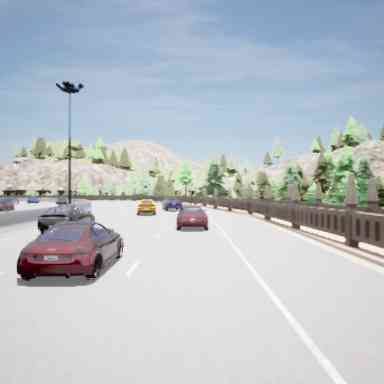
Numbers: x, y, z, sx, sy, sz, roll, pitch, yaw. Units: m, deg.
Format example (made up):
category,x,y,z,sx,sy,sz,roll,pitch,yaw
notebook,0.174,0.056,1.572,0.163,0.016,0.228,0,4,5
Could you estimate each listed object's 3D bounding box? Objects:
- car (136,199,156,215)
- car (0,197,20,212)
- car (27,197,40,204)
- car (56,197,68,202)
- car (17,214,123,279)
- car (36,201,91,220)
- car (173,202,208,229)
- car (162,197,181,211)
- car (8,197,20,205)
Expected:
category,x,y,z,sx,sy,sz,roll,pitch,yaw
car,-4.798,1.518,34.921,1.882,1.535,5.008,0,0,-9
car,-18.662,1.393,31.730,2.097,1.767,4.553,0,0,-8
car,-32.824,1.721,68.886,1.882,1.535,5.008,0,0,-33
car,-21.994,1.644,56.337,1.837,1.490,4.892,0,0,-23
car,-3.402,1.567,10.031,1.994,1.385,4.181,0,0,0
car,-6.953,1.502,18.770,2.128,1.511,4.902,0,0,-1
car,-0.029,1.579,21.586,1.994,1.385,4.181,0,0,-2
car,-2.602,1.408,42.023,2.097,1.767,4.553,0,0,-12
car,-36.359,1.752,67.831,1.837,1.490,4.892,0,0,-33
